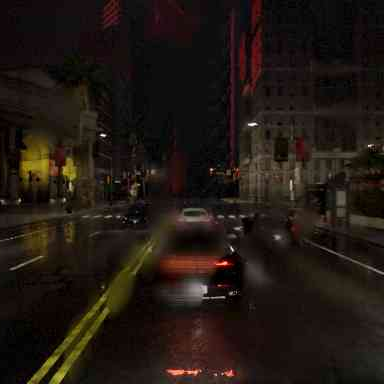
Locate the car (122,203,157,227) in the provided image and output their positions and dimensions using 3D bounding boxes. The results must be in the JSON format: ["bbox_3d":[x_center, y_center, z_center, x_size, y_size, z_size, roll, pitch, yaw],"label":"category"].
[{"bbox_3d":[-3.468,1.564,22.697,1.837,1.490,4.892,0,0,0],"label":"car"}]

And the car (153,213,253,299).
[{"bbox_3d":[0.122,1.505,8.398,1.837,1.490,4.892,0,0,0],"label":"car"}]

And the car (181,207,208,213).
[{"bbox_3d":[0.122,1.525,17.498,1.812,1.442,4.674,0,0,0],"label":"car"}]

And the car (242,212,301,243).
[{"bbox_3d":[3.624,1.601,16.069,1.895,1.301,4.718,0,0,0],"label":"car"}]
